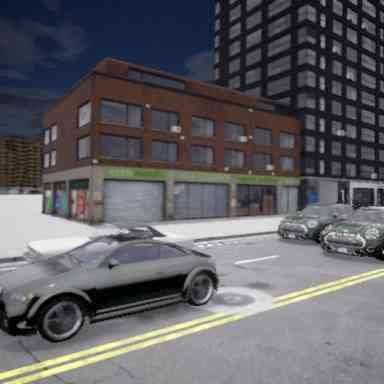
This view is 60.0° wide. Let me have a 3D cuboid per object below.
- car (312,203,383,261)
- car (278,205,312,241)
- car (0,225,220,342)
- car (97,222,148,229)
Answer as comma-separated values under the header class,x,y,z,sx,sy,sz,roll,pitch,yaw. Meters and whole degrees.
class,x,y,z,sx,sy,sz,roll,pitch,yaw
car,6.865,1.361,12.447,4.553,1.767,2.097,0,0,-35
car,6.224,1.361,15.982,4.553,1.767,2.097,0,0,-35
car,-1.477,1.566,6.500,4.181,1.385,1.994,0,0,-35
car,-2.329,1.604,9.884,4.718,1.301,1.895,0,0,-35
